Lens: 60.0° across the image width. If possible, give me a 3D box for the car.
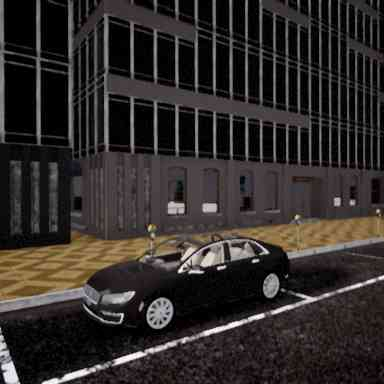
[{"bbox_3d":[0.113,1.539,6.639,4.403,1.369,2.008,0,0,-35],"label":"car"}]
